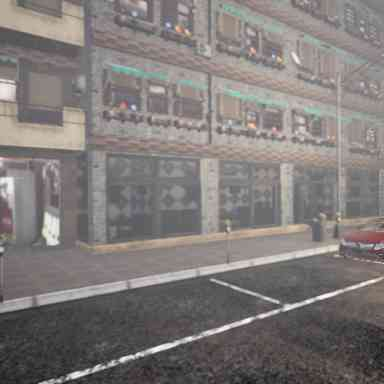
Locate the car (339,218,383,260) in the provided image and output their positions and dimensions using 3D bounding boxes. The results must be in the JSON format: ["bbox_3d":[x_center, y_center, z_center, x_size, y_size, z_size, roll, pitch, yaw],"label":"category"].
[{"bbox_3d":[6.765,1.554,11.368,4.206,1.307,1.802,0,0,-35],"label":"car"}]
